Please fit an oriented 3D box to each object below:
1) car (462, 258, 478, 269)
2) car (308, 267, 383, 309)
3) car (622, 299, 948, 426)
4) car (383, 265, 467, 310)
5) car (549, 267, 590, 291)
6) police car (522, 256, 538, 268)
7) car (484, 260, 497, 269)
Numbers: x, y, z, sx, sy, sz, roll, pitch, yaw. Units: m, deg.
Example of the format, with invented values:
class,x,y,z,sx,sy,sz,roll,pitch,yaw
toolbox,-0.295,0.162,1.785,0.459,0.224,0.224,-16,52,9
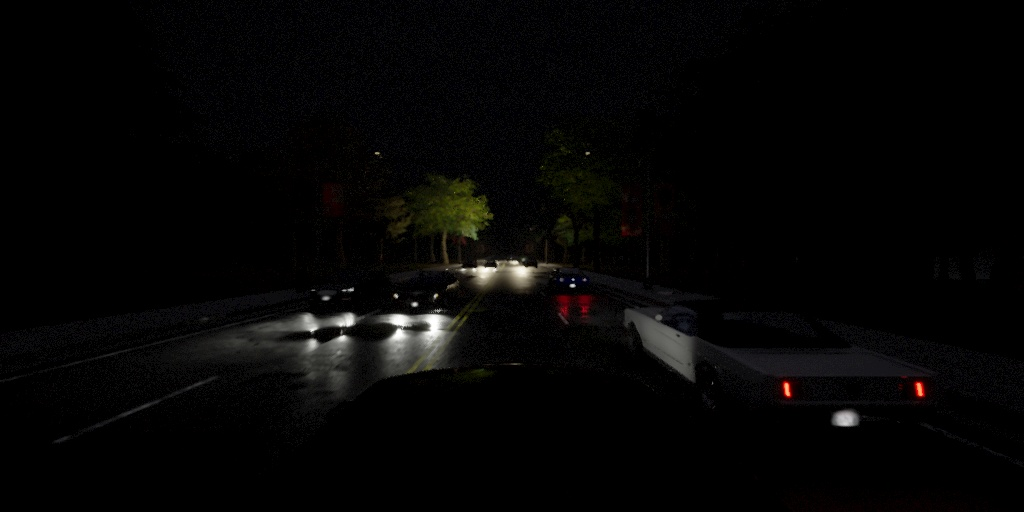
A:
class,x,y,z,sx,sy,sz,roll,pitch,yaw
car,-6.587,1.095,56.611,2.097,1.767,4.553,0,0,0
car,-6.597,1.234,15.169,2.128,1.511,4.902,0,0,0
car,3.350,1.347,5.820,1.895,1.301,4.718,0,0,0
car,-3.351,1.290,15.029,2.033,1.411,5.357,0,0,0
car,3.353,1.341,21.967,1.895,1.301,4.718,0,0,0
police car,3.209,1.168,59.438,1.930,1.638,5.238,0,0,0
car,-3.337,1.306,56.762,1.994,1.385,4.181,0,0,0
